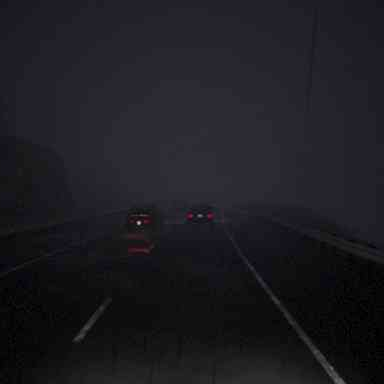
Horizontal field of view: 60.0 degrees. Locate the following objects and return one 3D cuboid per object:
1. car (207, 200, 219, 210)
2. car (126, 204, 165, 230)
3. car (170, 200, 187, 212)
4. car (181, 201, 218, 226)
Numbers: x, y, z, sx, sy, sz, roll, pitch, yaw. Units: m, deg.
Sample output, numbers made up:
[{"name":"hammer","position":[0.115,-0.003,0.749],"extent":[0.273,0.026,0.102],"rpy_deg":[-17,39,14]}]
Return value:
[{"name":"car","position":[2.371,1.690,41.846],"extent":[1.895,1.301,4.718],"rpy_deg":[0,0,7]},{"name":"car","position":[-2.951,1.549,21.649],"extent":[1.837,1.490,4.892],"rpy_deg":[0,-1,3]},{"name":"car","position":[-1.418,1.632,39.767],"extent":[2.033,1.411,5.357],"rpy_deg":[0,0,7]},{"name":"car","position":[0.669,1.598,23.966],"extent":[2.033,1.411,5.357],"rpy_deg":[0,0,4]}]
